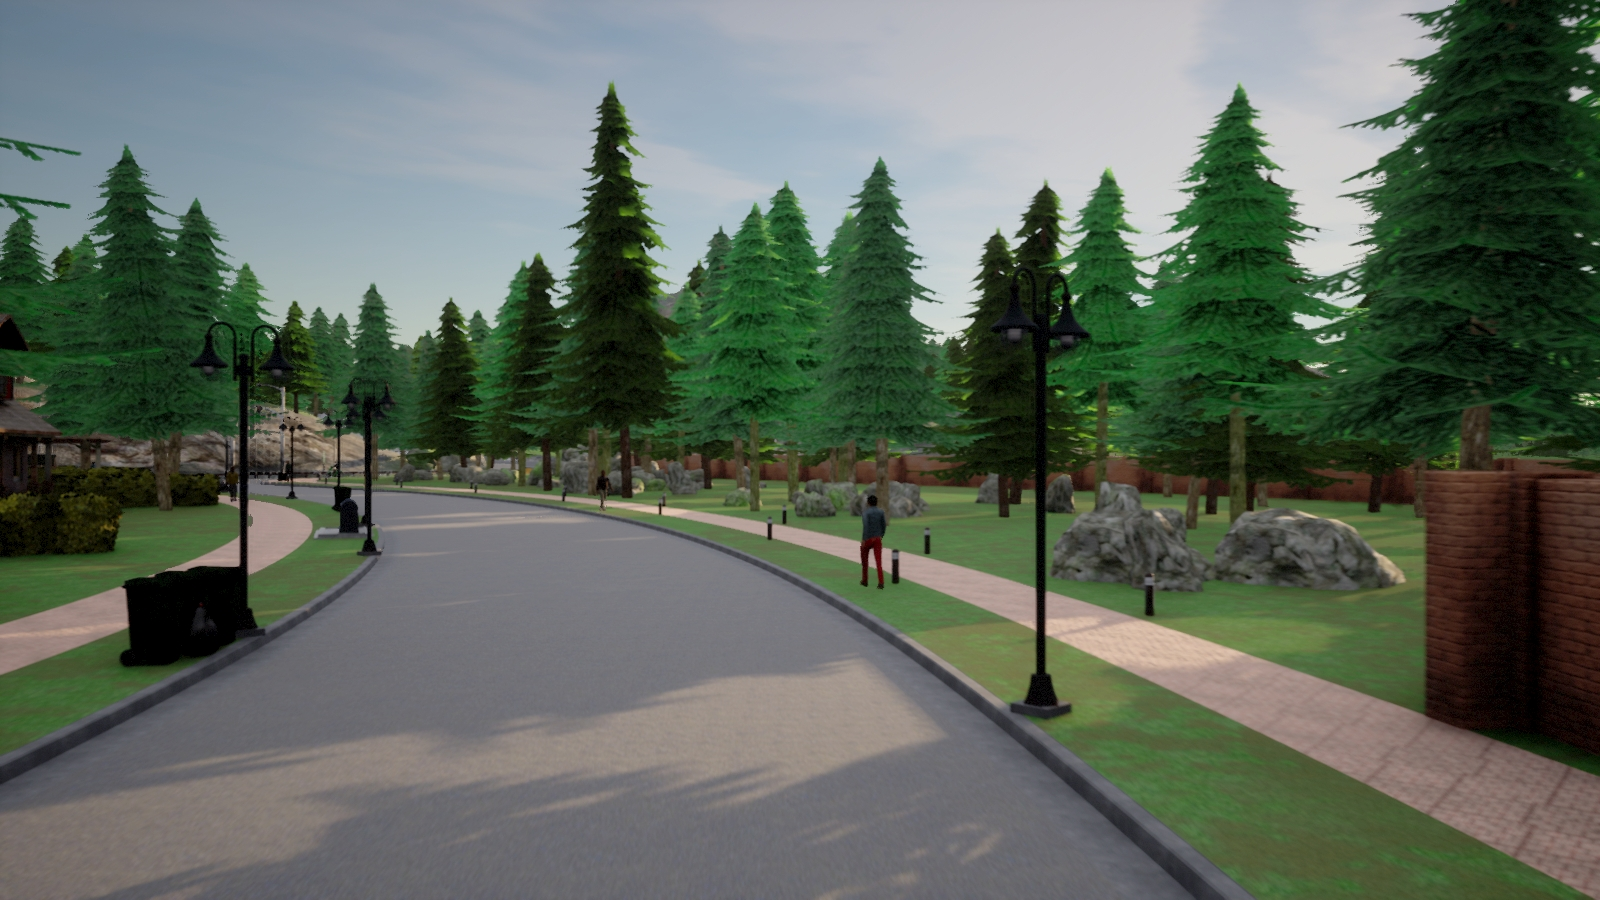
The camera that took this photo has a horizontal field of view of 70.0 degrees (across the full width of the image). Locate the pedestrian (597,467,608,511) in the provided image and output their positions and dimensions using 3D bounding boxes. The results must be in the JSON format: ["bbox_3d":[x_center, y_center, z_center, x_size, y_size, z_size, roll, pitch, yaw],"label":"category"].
[{"bbox_3d":[-8.387,1.667,48.533,0.375,1.860,0.375,0,0,-25],"label":"pedestrian"}]

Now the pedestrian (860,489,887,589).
[{"bbox_3d":[1.385,1.664,21.550,0.375,1.860,0.375,0,0,-20],"label":"pedestrian"}]

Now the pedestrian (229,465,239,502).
[{"bbox_3d":[-28.237,1.669,56.979,0.375,1.860,0.375,0,0,-40],"label":"pedestrian"}]
